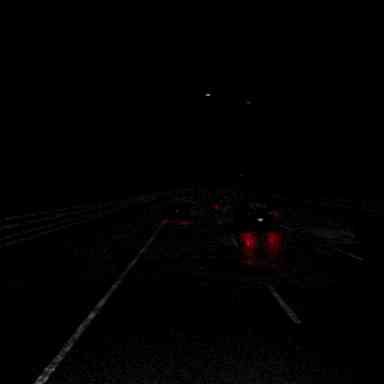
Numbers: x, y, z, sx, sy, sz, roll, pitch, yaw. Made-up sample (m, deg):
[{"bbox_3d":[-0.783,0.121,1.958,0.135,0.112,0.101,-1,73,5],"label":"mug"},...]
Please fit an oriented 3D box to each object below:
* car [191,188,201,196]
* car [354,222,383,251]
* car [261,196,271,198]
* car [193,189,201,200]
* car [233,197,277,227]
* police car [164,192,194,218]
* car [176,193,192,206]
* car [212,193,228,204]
[{"bbox_3d":[0.953,0.067,75.238,2.097,1.767,4.553,0,1,2],"label":"car"},{"bbox_3d":[7.102,1.443,10.578,1.895,1.301,4.718,0,1,0],"label":"car"},{"bbox_3d":[7.128,1.105,33.712,1.895,1.301,4.718,0,1,0],"label":"car"},{"bbox_3d":[0.491,0.669,60.968,1.994,1.385,4.181,0,1,2],"label":"car"},{"bbox_3d":[3.605,1.232,19.823,1.812,1.442,4.674,0,1,0],"label":"car"},{"bbox_3d":[-1.044,1.051,25.419,1.930,1.638,5.238,0,1,0],"label":"police car"},{"bbox_3d":[-0.958,0.918,41.308,1.812,1.442,4.674,0,1,1],"label":"car"},{"bbox_3d":[3.736,0.836,44.710,2.128,1.511,4.902,0,1,1],"label":"car"}]
